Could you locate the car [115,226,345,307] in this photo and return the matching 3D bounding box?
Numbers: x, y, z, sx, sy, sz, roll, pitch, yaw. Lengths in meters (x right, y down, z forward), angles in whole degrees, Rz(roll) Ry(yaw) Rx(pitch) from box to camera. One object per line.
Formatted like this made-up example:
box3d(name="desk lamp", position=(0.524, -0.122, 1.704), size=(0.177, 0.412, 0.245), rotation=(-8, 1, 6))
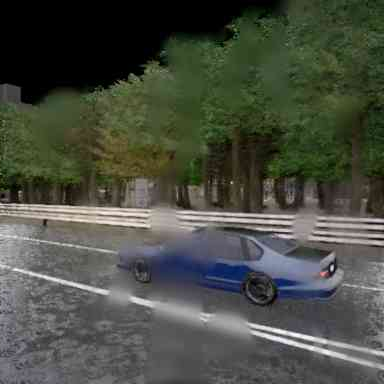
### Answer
box3d(name="car", position=(0.665, 1.553, 7.955), size=(5.357, 1.411, 2.033), rotation=(0, 0, 33))
